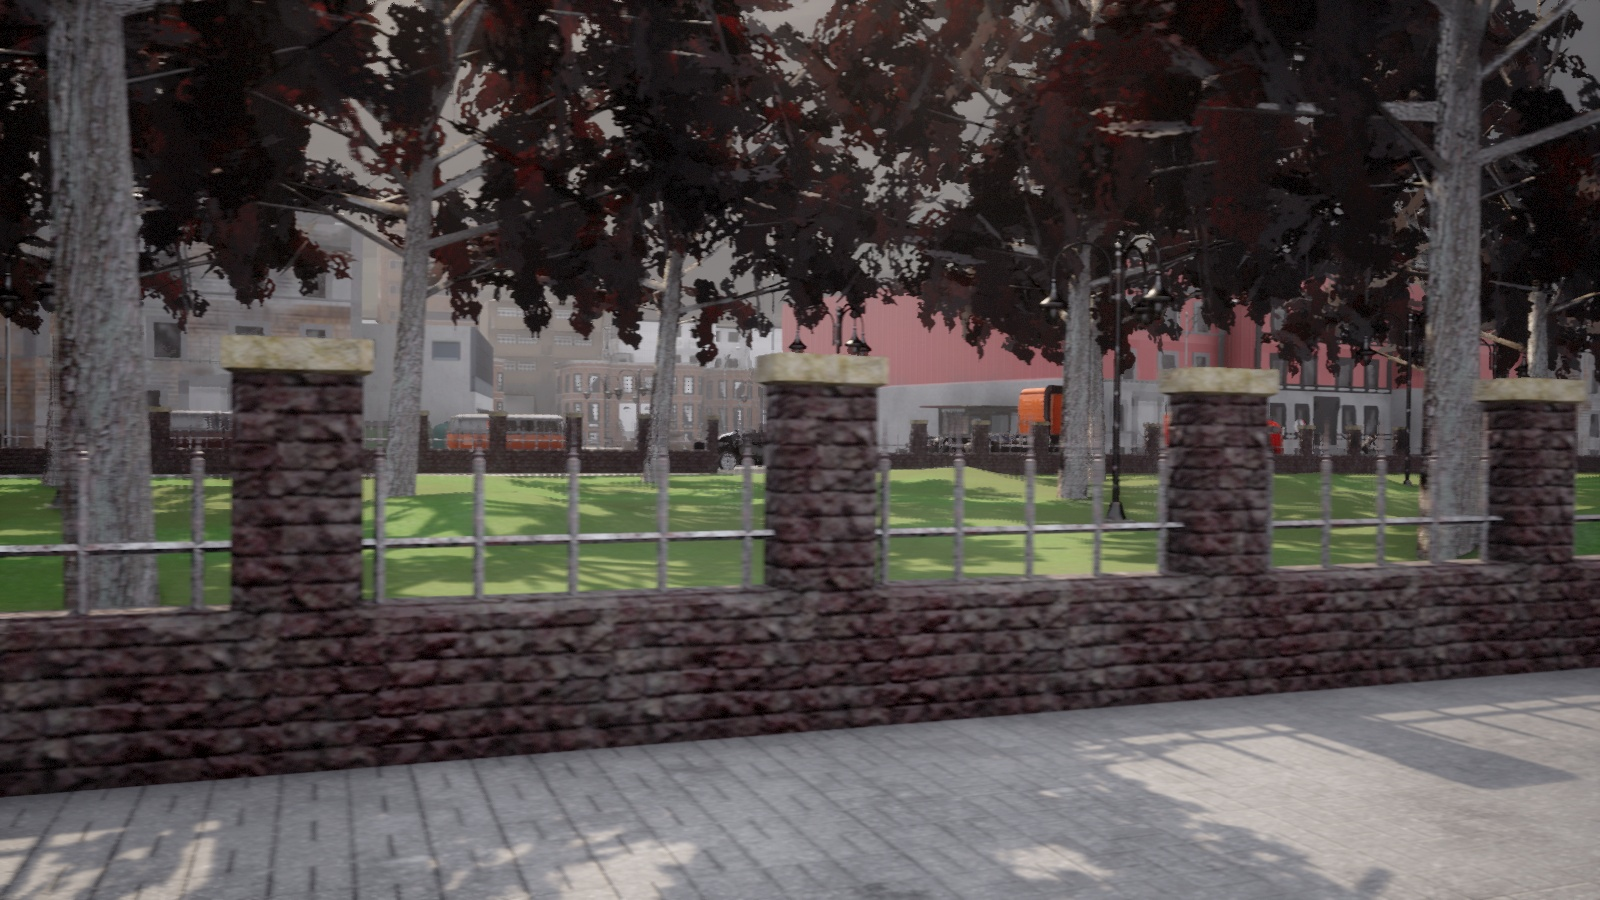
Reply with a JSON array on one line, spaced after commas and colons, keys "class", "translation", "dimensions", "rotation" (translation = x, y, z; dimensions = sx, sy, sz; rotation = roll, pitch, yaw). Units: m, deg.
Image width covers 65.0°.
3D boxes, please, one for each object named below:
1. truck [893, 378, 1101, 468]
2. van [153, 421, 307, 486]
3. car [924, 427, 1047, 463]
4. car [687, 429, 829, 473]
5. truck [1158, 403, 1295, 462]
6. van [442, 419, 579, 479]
[{"class": "truck", "translation": [8.006, -1.100, 50.968], "dimensions": [7.936, 3.462, 2.891], "rotation": [-1, 1, -21]}, {"class": "van", "translation": [-18.473, 0.085, 40.913], "dimensions": [4.442, 1.987, 1.775], "rotation": [-1, 1, -21]}, {"class": "car", "translation": [8.168, -0.234, 55.320], "dimensions": [4.902, 1.511, 2.128], "rotation": [-1, 1, -21]}, {"class": "car", "translation": [-1.583, 0.023, 47.339], "dimensions": [5.008, 1.535, 1.882], "rotation": [-1, 1, -21]}, {"class": "truck", "translation": [18.677, -0.786, 55.027], "dimensions": [5.204, 2.467, 2.627], "rotation": [-1, 1, -21]}, {"class": "van", "translation": [-10.167, -0.056, 44.076], "dimensions": [4.442, 1.987, 1.775], "rotation": [-1, 1, -21]}]
